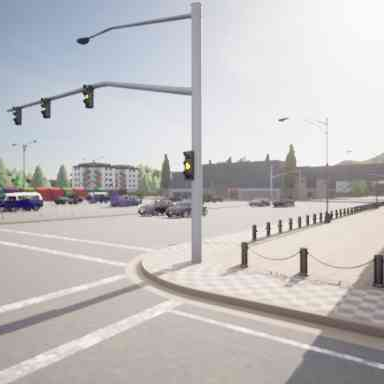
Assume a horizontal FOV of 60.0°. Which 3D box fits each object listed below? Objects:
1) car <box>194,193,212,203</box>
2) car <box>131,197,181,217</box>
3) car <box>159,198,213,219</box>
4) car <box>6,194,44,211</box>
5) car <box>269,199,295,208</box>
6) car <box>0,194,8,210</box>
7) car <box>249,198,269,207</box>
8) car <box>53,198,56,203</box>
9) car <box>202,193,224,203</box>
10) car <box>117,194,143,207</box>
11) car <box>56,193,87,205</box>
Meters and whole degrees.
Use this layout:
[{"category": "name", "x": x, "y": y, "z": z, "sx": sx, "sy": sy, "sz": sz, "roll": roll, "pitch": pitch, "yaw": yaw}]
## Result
[{"category": "car", "x": 2.275, "y": 1.220, "z": 68.827, "sx": 1.905, "sy": 1.878, "sz": 3.866, "roll": 0, "pitch": 0, "yaw": 36}, {"category": "car", "x": -3.210, "y": 1.551, "z": 32.655, "sx": 2.128, "sy": 1.511, "sz": 4.902, "roll": 0, "pitch": 0, "yaw": 36}, {"category": "car", "x": -0.441, "y": 1.564, "z": 30.512, "sx": 1.837, "sy": 1.490, "sz": 4.892, "roll": 0, "pitch": 0, "yaw": 36}, {"category": "car", "x": -23.812, "y": 1.461, "z": 47.566, "sx": 1.970, "sy": 1.475, "sz": 3.806, "roll": 0, "pitch": 0, "yaw": 36}, {"category": "car", "x": 13.752, "y": 1.660, "z": 49.895, "sx": 1.895, "sy": 1.301, "sz": 4.718, "roll": 0, "pitch": 0, "yaw": 37}, {"category": "car", "x": -26.147, "y": 1.430, "z": 49.278, "sx": 1.784, "sy": 1.438, "sz": 3.905, "roll": 0, "pitch": 0, "yaw": 36}, {"category": "car", "x": 10.449, "y": 1.585, "z": 51.312, "sx": 1.812, "sy": 1.442, "sz": 4.674, "roll": 0, "pitch": 0, "yaw": 37}, {"category": "car", "x": -26.214, "y": 1.432, "z": 68.017, "sx": 1.784, "sy": 1.438, "sz": 3.905, "roll": 0, "pitch": 0, "yaw": 36}, {"category": "car", "x": 4.577, "y": 1.216, "z": 67.072, "sx": 1.932, "sy": 1.855, "sz": 4.605, "roll": 0, "pitch": 0, "yaw": 36}, {"category": "car", "x": -10.233, "y": 1.460, "z": 56.337, "sx": 1.970, "sy": 1.475, "sz": 3.806, "roll": 0, "pitch": 0, "yaw": 36}, {"category": "car", "x": -23.915, "y": 1.221, "z": 66.253, "sx": 1.932, "sy": 1.855, "sz": 4.605, "roll": 0, "pitch": 0, "yaw": 36}]
